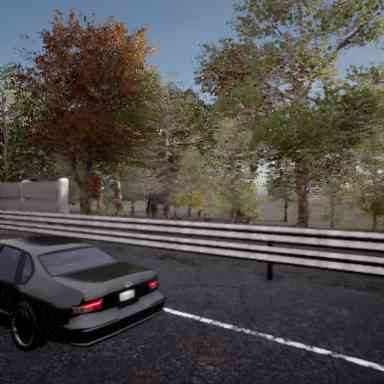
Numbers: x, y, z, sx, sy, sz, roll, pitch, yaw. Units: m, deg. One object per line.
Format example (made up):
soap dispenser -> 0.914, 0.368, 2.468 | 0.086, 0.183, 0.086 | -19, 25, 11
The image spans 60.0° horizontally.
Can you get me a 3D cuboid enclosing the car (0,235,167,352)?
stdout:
car -> -3.003, 1.539, 6.189 | 5.357, 1.411, 2.033 | 0, 0, 34
